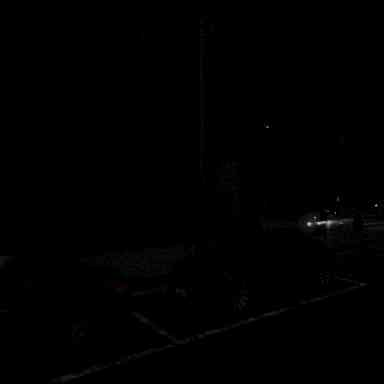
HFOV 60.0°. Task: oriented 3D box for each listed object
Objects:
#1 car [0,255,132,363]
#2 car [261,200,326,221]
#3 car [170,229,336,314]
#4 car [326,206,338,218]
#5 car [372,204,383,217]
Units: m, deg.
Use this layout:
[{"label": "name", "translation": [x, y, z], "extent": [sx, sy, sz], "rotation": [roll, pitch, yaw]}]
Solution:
[{"label": "car", "translation": [-2.883, 1.582, 4.478], "extent": [4.206, 1.307, 1.802], "rotation": [0, 0, -35]}, {"label": "car", "translation": [7.682, 1.531, 27.148], "extent": [2.033, 1.411, 5.357], "rotation": [0, 0, -36]}, {"label": "car", "translation": [1.555, 1.565, 7.643], "extent": [4.313, 1.339, 1.947], "rotation": [0, 0, -35]}, {"label": "car", "translation": [10.264, 1.479, 29.125], "extent": [1.837, 1.490, 4.892], "rotation": [0, 0, -36]}, {"label": "car", "translation": [18.455, 1.321, 29.317], "extent": [2.097, 1.767, 4.553], "rotation": [0, 0, -39]}]
